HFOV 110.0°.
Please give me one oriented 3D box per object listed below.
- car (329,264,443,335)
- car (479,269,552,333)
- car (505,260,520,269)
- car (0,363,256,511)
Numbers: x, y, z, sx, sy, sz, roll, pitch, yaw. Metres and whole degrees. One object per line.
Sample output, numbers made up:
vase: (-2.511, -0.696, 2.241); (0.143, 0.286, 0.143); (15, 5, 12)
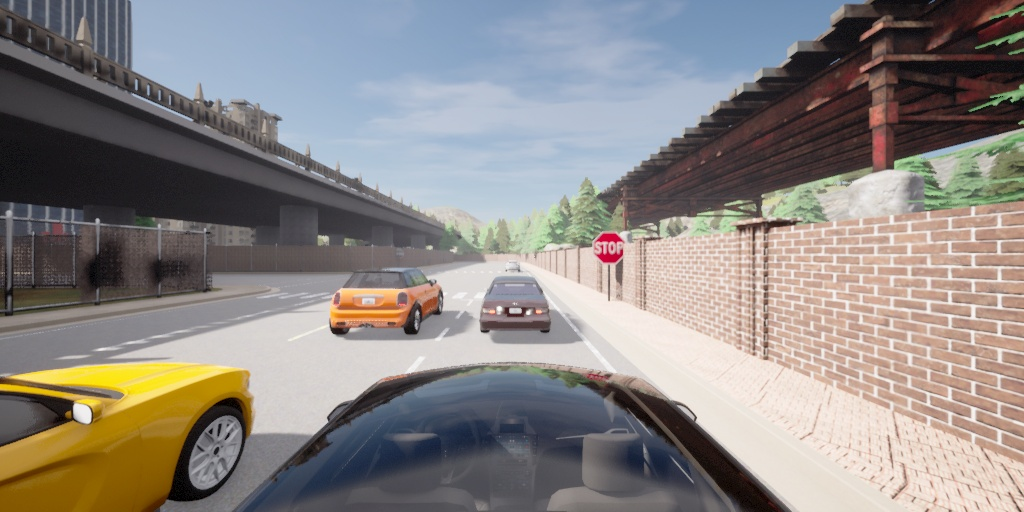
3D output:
car: (-3.423, 1.098, 10.670); (2.097, 1.767, 4.553); (0, 0, 0)
car: (0.078, 1.294, 10.693); (2.033, 1.411, 5.357); (0, 0, 0)
car: (0.086, 1.257, 45.505); (1.812, 1.442, 4.674); (0, 0, -1)
car: (-3.399, 1.228, 1.413); (1.882, 1.535, 5.008); (0, 0, 0)
